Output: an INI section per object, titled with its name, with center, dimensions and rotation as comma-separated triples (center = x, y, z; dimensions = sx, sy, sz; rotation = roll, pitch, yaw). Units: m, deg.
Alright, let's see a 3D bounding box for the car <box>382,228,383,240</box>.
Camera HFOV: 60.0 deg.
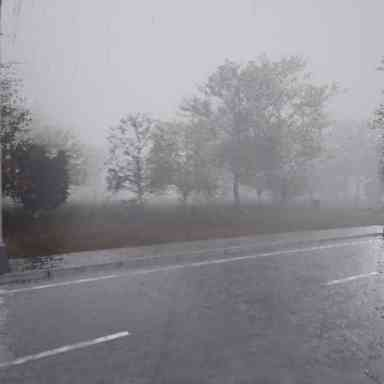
[car]
center = 10.345, 1.350, 14.290
dimensions = 4.553, 1.767, 2.097
rotation = 0, 0, -28
